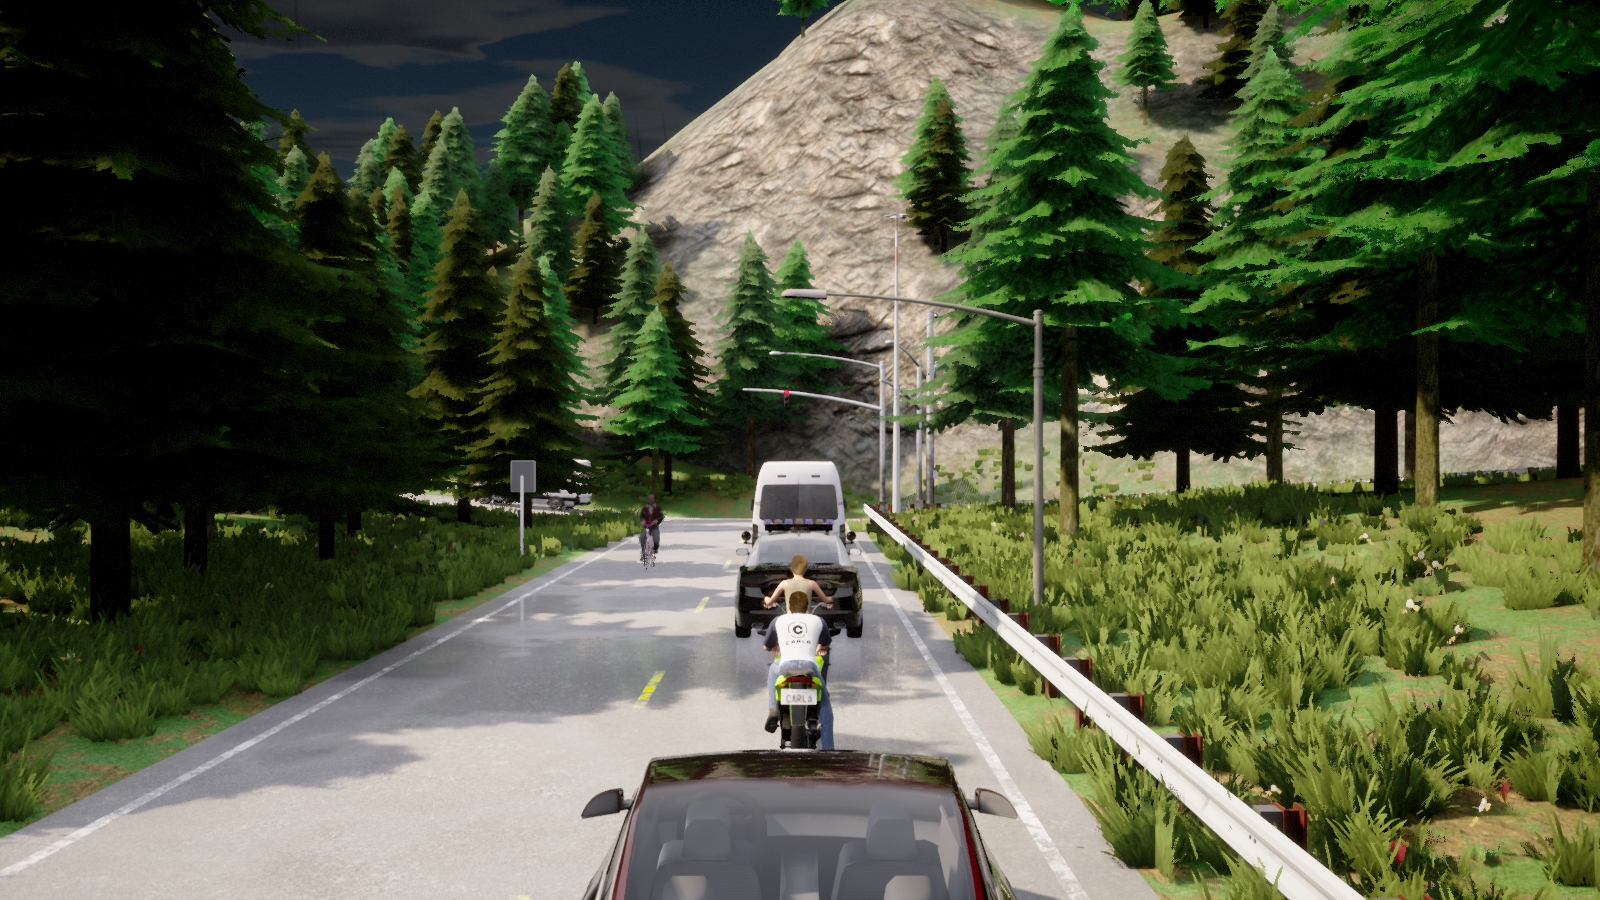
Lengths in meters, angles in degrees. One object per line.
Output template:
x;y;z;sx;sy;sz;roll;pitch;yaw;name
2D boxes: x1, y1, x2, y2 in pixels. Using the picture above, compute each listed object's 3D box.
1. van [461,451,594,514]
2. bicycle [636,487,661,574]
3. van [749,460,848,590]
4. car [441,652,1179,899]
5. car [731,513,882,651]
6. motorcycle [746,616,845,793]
-13.463;1.565;56.655;5.915;2.561;1.988;5;1;7;van
-3.508;1.836;26.555;0.329;1.919;1.835;0;0;0;bicycle
-0.039;1.534;25.918;1.988;2.561;5.915;0;0;0;van
0.027;2.063;5.080;2.163;1.488;4.792;0;0;0;car
0.090;1.982;18.501;2.097;1.638;5.238;0;0;0;car
-0.033;2.213;10.287;0.803;1.145;2.033;0;0;0;motorcycle
